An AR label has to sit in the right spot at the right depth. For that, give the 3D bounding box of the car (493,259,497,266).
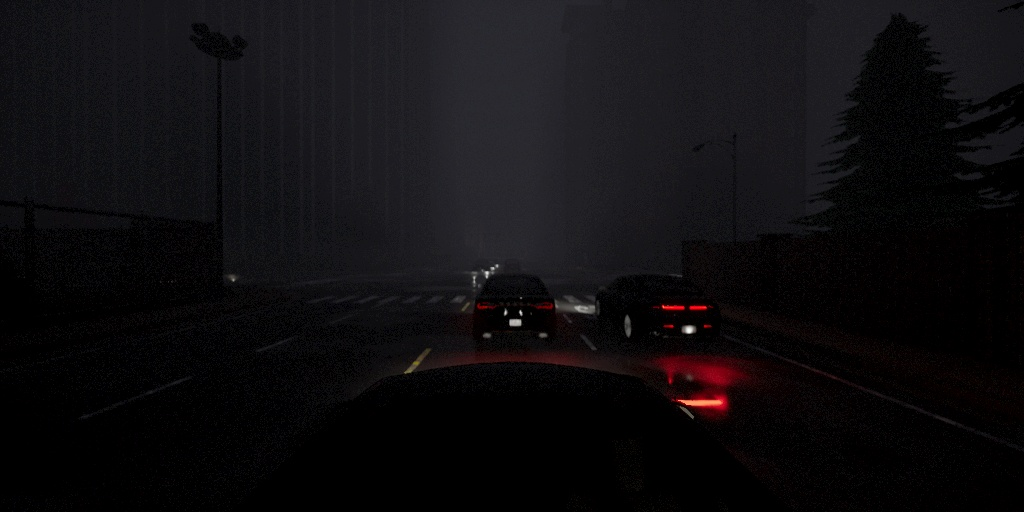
[{"bbox_3d":[-3.697,1.048,55.432,1.812,1.442,4.674,0,1,0],"label":"car"}]

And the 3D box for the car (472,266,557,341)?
[{"bbox_3d":[0.045,1.193,9.762,1.882,1.535,5.008,0,0,-1],"label":"car"}]

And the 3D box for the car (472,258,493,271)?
[{"bbox_3d":[-3.679,1.096,44.106,1.812,1.442,4.674,0,0,0],"label":"car"}]

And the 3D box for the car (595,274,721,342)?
[{"bbox_3d":[3.563,1.221,9.630,1.837,1.490,4.892,0,0,0],"label":"car"}]

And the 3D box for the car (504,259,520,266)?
[{"bbox_3d":[0.011,1.051,43.456,1.882,1.535,5.008,0,0,0],"label":"car"}]

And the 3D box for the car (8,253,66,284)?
[{"bbox_3d":[-31.691,0.827,22.453,5.566,2.045,2.150,0,0,0],"label":"car"}]

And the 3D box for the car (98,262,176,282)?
[{"bbox_3d":[-27.086,1.155,25.971,4.181,1.385,1.994,0,0,0],"label":"car"}]

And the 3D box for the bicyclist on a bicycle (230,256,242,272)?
[{"bbox_3d":[-29.244,0.841,37.945,0.582,1.620,1.656,0,1,0],"label":"bicyclist on a bicycle"}]

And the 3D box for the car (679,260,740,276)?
[{"bbox_3d":[18.327,1.086,33.378,4.674,1.442,1.812,0,0,-1],"label":"car"}]
